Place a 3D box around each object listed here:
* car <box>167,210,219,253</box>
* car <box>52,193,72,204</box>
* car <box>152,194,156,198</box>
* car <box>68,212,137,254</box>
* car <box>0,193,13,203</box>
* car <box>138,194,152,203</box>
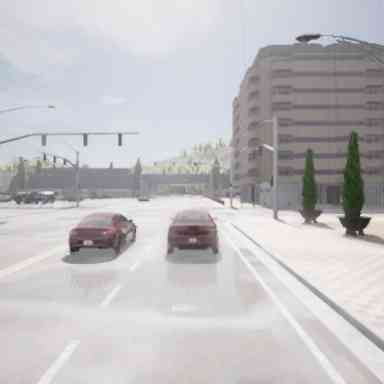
[{"bbox_3d":[0.052,1.480,13.682,1.882,1.535,5.008,0,0,1],"label":"car"},{"bbox_3d":[-30.202,1.409,77.387,1.970,1.475,3.806,0,0,0],"label":"car"},{"bbox_3d":[-10.491,1.204,87.992,1.882,1.535,5.008,0,0,0],"label":"car"},{"bbox_3d":[-3.448,1.528,13.413,1.812,1.442,4.674,0,0,1],"label":"car"},{"bbox_3d":[-36.025,1.406,62.306,1.970,1.475,3.806,0,0,0],"label":"car"},{"bbox_3d":[-10.492,1.566,72.341,1.994,1.385,4.181,0,0,0],"label":"car"}]
